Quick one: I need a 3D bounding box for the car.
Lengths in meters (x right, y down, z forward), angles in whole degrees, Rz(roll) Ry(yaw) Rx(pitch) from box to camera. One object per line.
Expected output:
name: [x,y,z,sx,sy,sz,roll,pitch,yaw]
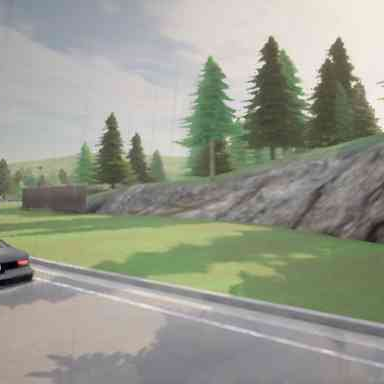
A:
car: [-6.033,1.644,8.410,5.357,1.411,2.033,-1,0,39]
